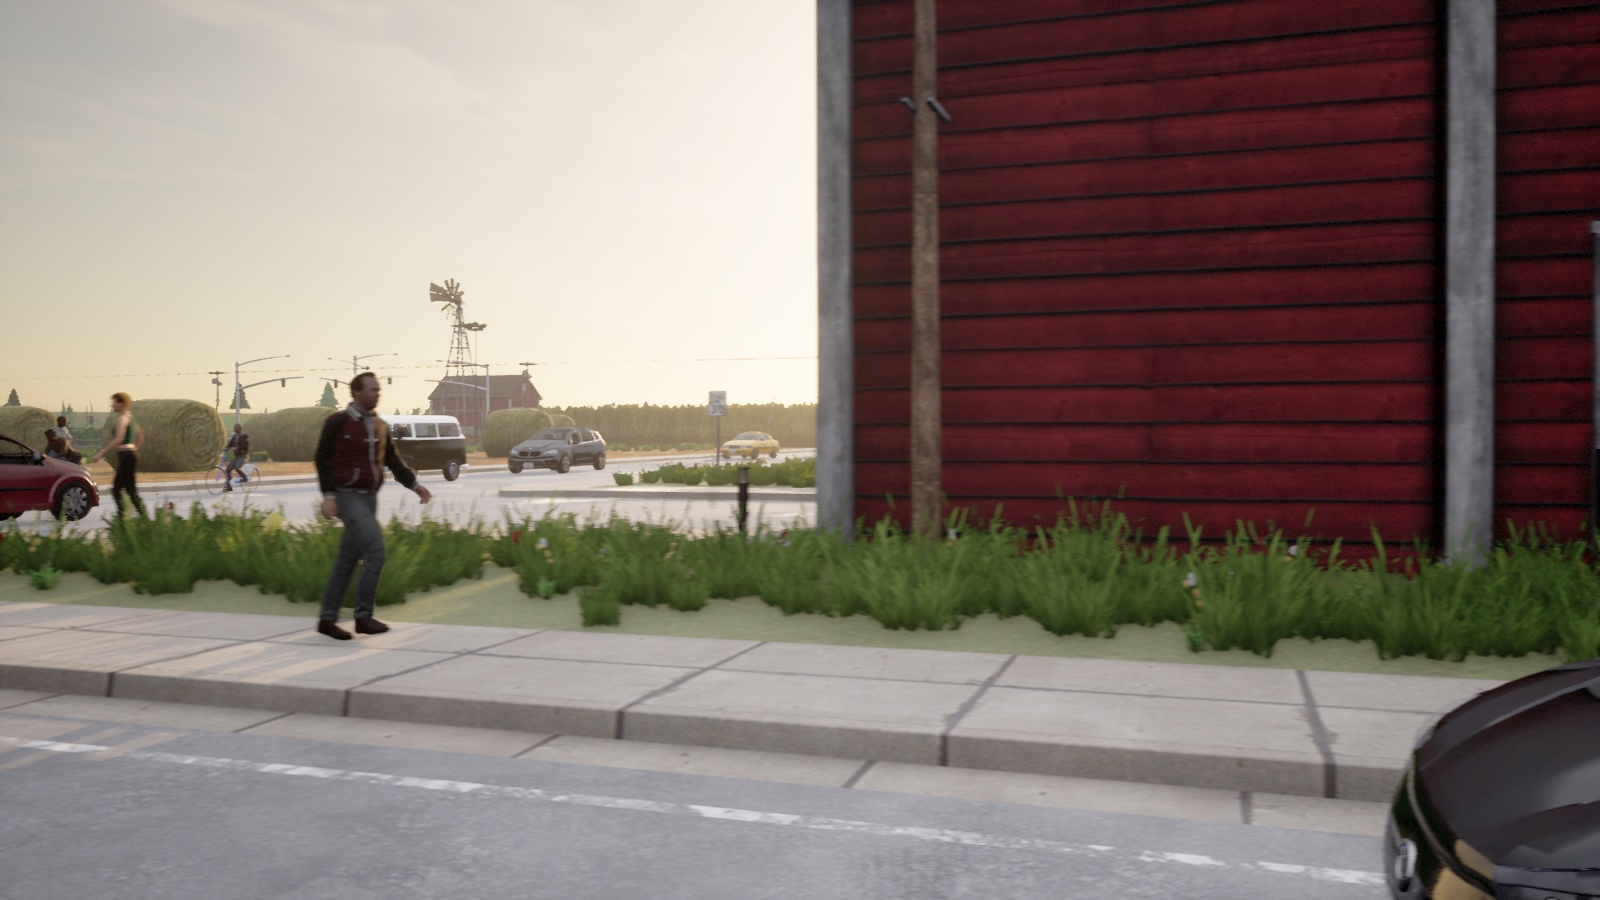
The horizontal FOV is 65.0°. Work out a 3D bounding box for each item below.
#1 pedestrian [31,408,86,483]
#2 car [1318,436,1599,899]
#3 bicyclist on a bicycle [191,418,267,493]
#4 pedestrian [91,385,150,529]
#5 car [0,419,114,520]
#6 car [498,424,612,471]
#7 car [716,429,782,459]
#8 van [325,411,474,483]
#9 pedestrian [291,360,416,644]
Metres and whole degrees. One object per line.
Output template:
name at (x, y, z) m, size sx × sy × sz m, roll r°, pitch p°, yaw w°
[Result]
pedestrian at (-18.833, -0.120, 31.901) m, size 0.900 × 1.855 × 0.874 m, roll 1°, pitch 1°, yaw 29°
car at (3.366, 0.753, 2.060) m, size 4.514 × 1.525 × 2.007 m, roll 1°, pitch 1°, yaw 19°
bicyclist on a bicycle at (-14.091, 0.120, 31.037) m, size 0.659 × 1.776 × 1.843 m, roll 1°, pitch 1°, yaw 17°
pedestrian at (-8.768, 0.088, 16.204) m, size 0.594 × 1.836 × 0.345 m, roll 0°, pitch 1°, yaw -14°
car at (-13.680, 0.310, 20.697) m, size 1.851 × 1.617 × 3.988 m, roll 0°, pitch 1°, yaw 17°
car at (-9.080, -0.154, 46.971) m, size 2.242 × 1.667 × 4.611 m, roll 0°, pitch 1°, yaw 17°
car at (-2.663, -0.349, 67.329) m, size 1.801 × 1.575 × 5.366 m, roll 1°, pitch 1°, yaw 17°
van at (-11.954, -0.127, 37.823) m, size 2.069 × 2.038 × 4.480 m, roll 1°, pitch 1°, yaw 17°
pedestrian at (-3.016, 0.334, 8.497) m, size 0.720 × 1.854 × 0.376 m, roll 1°, pitch 1°, yaw 20°
